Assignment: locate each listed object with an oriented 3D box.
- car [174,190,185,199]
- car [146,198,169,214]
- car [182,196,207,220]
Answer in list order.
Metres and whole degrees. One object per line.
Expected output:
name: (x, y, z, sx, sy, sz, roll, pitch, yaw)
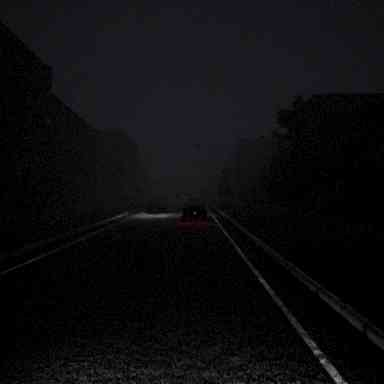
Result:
car: (-2.715, 0.584, 75.294, 2.150, 2.045, 5.566, 0, 0, 1)
car: (-3.462, 1.336, 34.027, 1.882, 1.535, 5.008, 0, 0, 0)
car: (0.206, 1.385, 27.160, 1.882, 1.535, 5.008, 0, 0, 0)
